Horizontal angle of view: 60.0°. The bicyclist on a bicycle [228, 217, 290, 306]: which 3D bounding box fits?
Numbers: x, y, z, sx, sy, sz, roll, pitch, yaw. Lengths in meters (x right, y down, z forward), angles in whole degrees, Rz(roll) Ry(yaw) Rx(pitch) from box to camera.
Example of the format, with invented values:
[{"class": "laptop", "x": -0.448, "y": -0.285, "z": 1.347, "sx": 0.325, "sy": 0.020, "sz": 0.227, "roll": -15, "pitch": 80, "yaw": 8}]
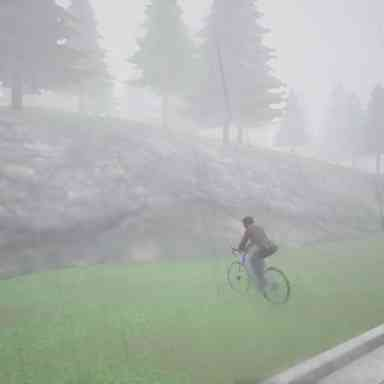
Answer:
[{"class": "bicyclist on a bicycle", "x": 1.244, "y": 1.317, "z": 6.560, "sx": 0.582, "sy": 1.620, "sz": 1.656, "roll": 0, "pitch": -2, "yaw": -36}]
